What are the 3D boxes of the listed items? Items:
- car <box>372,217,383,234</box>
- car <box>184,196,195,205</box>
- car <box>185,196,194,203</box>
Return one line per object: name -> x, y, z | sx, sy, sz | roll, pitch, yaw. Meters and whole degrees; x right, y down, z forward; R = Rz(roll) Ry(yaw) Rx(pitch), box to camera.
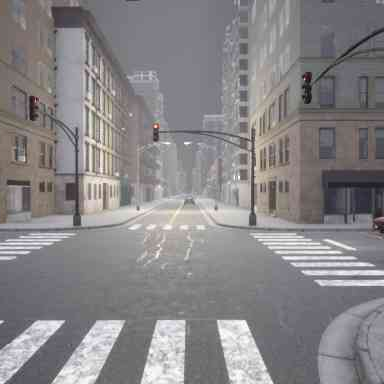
car -> 11.644, 1.530, 16.987 | 4.507, 1.381, 1.887 | 0, 0, 0
car -> -0.457, 1.542, 59.184 | 1.812, 1.442, 4.674 | 0, 0, 0
car -> -0.535, 1.549, 69.189 | 1.812, 1.442, 4.674 | 0, 0, 0
